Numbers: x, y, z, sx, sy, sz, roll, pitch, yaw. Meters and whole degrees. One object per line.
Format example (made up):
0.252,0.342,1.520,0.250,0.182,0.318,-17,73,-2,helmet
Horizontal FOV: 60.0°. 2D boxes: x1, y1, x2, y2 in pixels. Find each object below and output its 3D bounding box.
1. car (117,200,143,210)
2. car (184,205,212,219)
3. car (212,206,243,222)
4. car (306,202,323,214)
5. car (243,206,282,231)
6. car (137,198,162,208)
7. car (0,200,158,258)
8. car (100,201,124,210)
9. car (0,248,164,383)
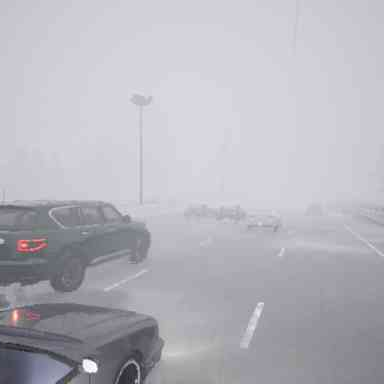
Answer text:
-10.022,2.040,54.420,1.882,1.535,5.008,0,-1,19,car
0.870,1.855,31.897,1.895,1.301,4.718,0,-1,19,car
3.495,1.822,28.758,1.895,1.301,4.718,0,-1,19,car
15.444,1.978,42.046,1.882,1.535,5.008,0,-1,19,car
4.811,1.657,21.796,1.812,1.442,4.674,0,-1,19,car
-6.710,1.754,53.287,1.882,1.535,5.008,0,-1,19,car
-3.178,1.234,9.268,2.150,2.045,5.566,0,0,19,car
-13.334,2.166,55.552,1.994,1.385,4.181,0,-1,19,car
-1.998,1.548,1.909,2.033,1.411,5.357,0,0,19,car
